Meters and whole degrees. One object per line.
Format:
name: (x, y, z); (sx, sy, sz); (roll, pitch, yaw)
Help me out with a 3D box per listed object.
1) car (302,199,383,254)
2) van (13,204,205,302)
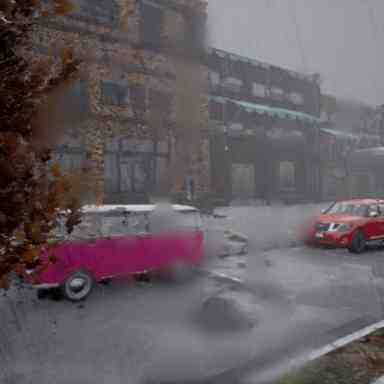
car: (7.251, 1.361, 14.623); (5.566, 2.045, 2.435); (1, 0, -35)
van: (-1.879, 1.290, 8.170); (4.442, 1.987, 1.878); (1, 0, -35)
